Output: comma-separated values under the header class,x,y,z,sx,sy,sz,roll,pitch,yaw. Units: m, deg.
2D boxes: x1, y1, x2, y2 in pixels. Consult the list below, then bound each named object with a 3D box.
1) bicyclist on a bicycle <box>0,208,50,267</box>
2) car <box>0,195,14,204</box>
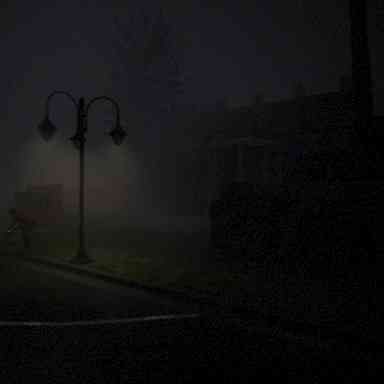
class,x,y,z,sx,sy,sz,roll,pitch,yaw
bicyclist on a bicycle,-5.008,1.248,9.778,0.582,1.620,1.656,1,10,36
car,-24.802,1.031,42.924,1.895,1.301,4.718,0,0,7
